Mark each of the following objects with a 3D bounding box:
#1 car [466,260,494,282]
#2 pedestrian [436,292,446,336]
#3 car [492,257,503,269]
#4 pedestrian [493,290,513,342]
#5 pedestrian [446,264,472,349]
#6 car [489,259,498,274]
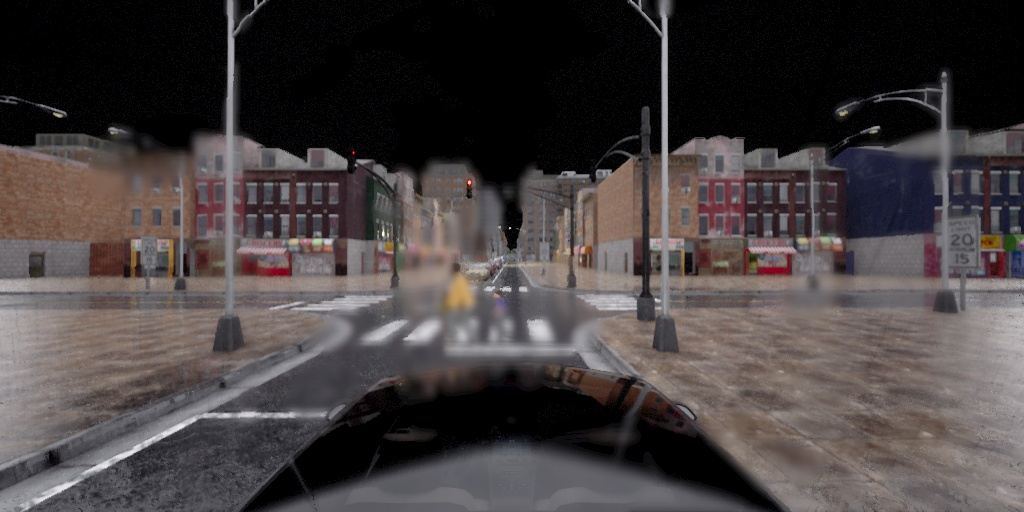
[{"bbox_3d":[-2.679,1.235,28.893,1.751,1.417,4.829,0,0,0],"label":"car"},{"bbox_3d":[-1.549,1.409,8.801,0.500,1.100,0.500,0,0,0],"label":"pedestrian"},{"bbox_3d":[-2.715,1.145,51.483,1.967,1.591,4.097,0,0,0],"label":"car"},{"bbox_3d":[-0.233,1.311,8.254,0.375,1.300,0.375,0,0,0],"label":"pedestrian"},{"bbox_3d":[-1.127,1.032,7.601,0.375,1.860,0.375,0,0,0],"label":"pedestrian"},{"bbox_3d":[-2.688,1.251,34.667,1.888,1.381,4.507,0,0,0],"label":"car"}]
